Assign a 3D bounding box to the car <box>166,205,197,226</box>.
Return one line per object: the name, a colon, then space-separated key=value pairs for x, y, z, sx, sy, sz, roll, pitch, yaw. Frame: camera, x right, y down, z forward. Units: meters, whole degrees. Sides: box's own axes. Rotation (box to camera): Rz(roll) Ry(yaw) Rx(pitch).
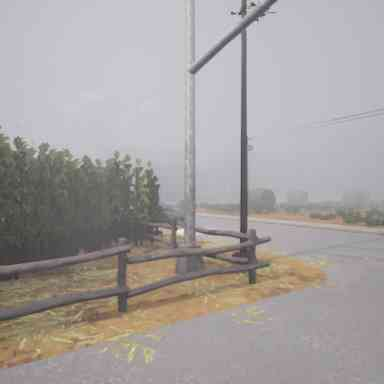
car: x=-1.504 y=1.577 z=22.024 sx=1.994 sy=1.385 sz=4.181 roll=0 pitch=0 yaw=-36
